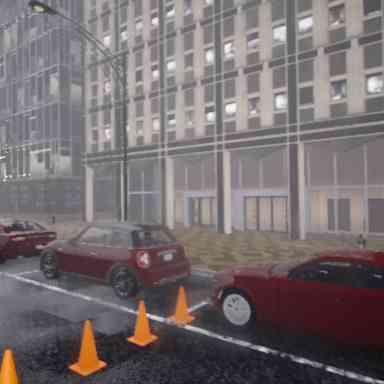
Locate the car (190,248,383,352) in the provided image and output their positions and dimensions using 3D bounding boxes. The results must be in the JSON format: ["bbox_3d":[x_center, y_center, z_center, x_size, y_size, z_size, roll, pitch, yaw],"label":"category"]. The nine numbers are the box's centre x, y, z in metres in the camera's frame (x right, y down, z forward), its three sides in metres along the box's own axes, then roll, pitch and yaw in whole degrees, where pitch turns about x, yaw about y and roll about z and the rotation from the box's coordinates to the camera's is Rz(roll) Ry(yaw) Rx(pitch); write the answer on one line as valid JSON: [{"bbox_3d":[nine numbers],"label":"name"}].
[{"bbox_3d":[2.393,1.571,5.306,4.507,1.381,1.887,0,-1,36],"label":"car"}]

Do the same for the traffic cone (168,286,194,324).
[{"bbox_3d":[-0.190,1.983,5.951,0.340,0.580,0.340,0,0,36],"label":"traffic cone"}]

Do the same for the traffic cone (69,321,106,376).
[{"bbox_3d":[-1.356,1.975,4.327,0.340,0.580,0.340,0,0,36],"label":"traffic cone"}]

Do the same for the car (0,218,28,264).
[{"bbox_3d":[-6.620,1.592,11.777,4.507,1.381,1.887,0,-1,36],"label":"car"}]

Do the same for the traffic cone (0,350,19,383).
[{"bbox_3d":[-1.940,1.970,3.515,0.340,0.580,0.340,0,0,36],"label":"traffic cone"}]

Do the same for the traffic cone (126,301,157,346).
[{"bbox_3d":[-0.774,1.979,5.139,0.340,0.580,0.340,0,0,36],"label":"traffic cone"}]

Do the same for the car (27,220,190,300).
[{"bbox_3d":[-2.112,1.477,8.543,4.097,1.590,1.967,0,-1,36],"label":"car"}]
